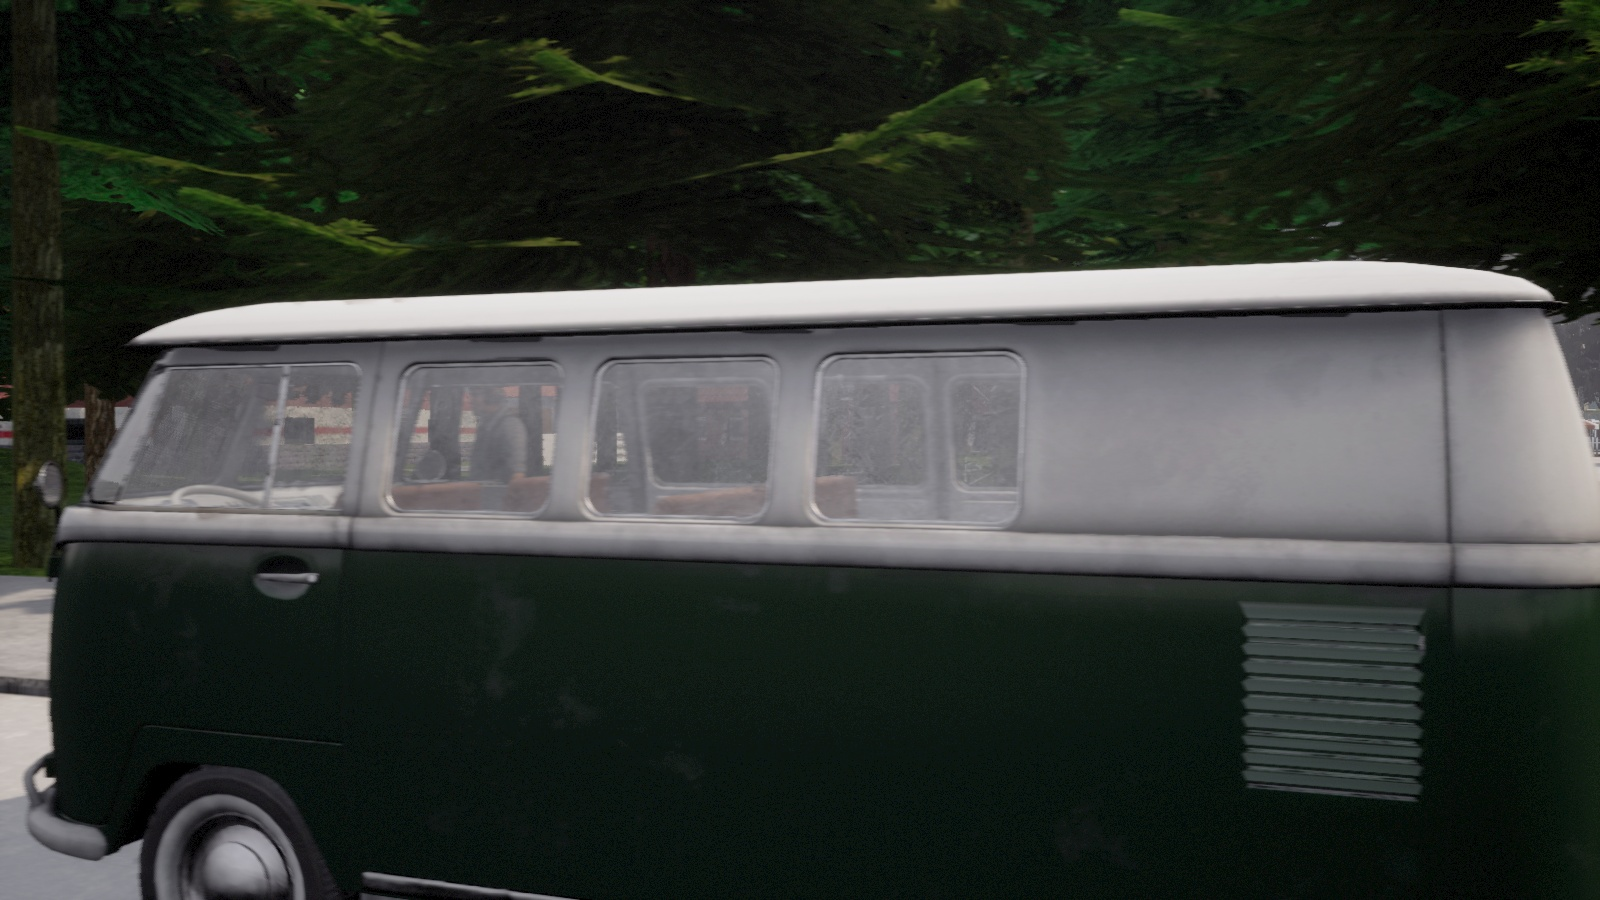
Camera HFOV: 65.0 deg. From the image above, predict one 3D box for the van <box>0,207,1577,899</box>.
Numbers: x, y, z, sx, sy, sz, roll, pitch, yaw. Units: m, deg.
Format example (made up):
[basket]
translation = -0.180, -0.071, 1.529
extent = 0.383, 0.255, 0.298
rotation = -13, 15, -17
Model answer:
[van]
translation = -0.410, 0.517, 3.855
extent = 4.442, 1.987, 1.775
rotation = 1, 1, 19
